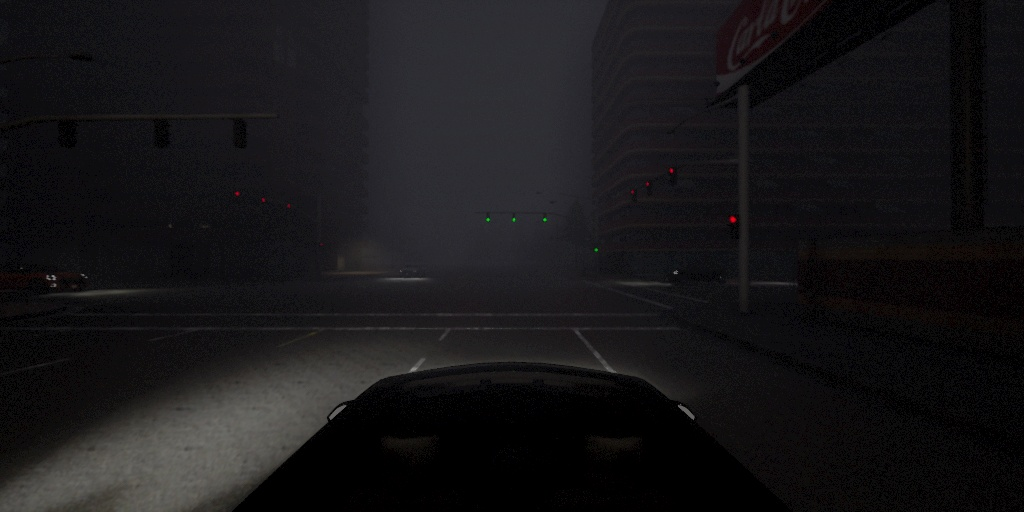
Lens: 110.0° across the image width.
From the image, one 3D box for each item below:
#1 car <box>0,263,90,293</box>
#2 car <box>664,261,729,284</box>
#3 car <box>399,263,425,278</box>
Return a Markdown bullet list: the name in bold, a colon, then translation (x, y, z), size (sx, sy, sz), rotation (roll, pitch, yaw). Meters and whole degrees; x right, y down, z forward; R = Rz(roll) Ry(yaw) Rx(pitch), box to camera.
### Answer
- **car**: translation (-28.078, 1.229, 21.161), size (4.553, 1.767, 2.097), rotation (0, 0, 0)
- **car**: translation (14.587, 1.280, 28.599), size (4.553, 1.767, 2.097), rotation (0, 0, 0)
- **car**: translation (-10.494, 1.516, 38.142), size (1.812, 1.442, 4.674), rotation (0, -1, 0)
